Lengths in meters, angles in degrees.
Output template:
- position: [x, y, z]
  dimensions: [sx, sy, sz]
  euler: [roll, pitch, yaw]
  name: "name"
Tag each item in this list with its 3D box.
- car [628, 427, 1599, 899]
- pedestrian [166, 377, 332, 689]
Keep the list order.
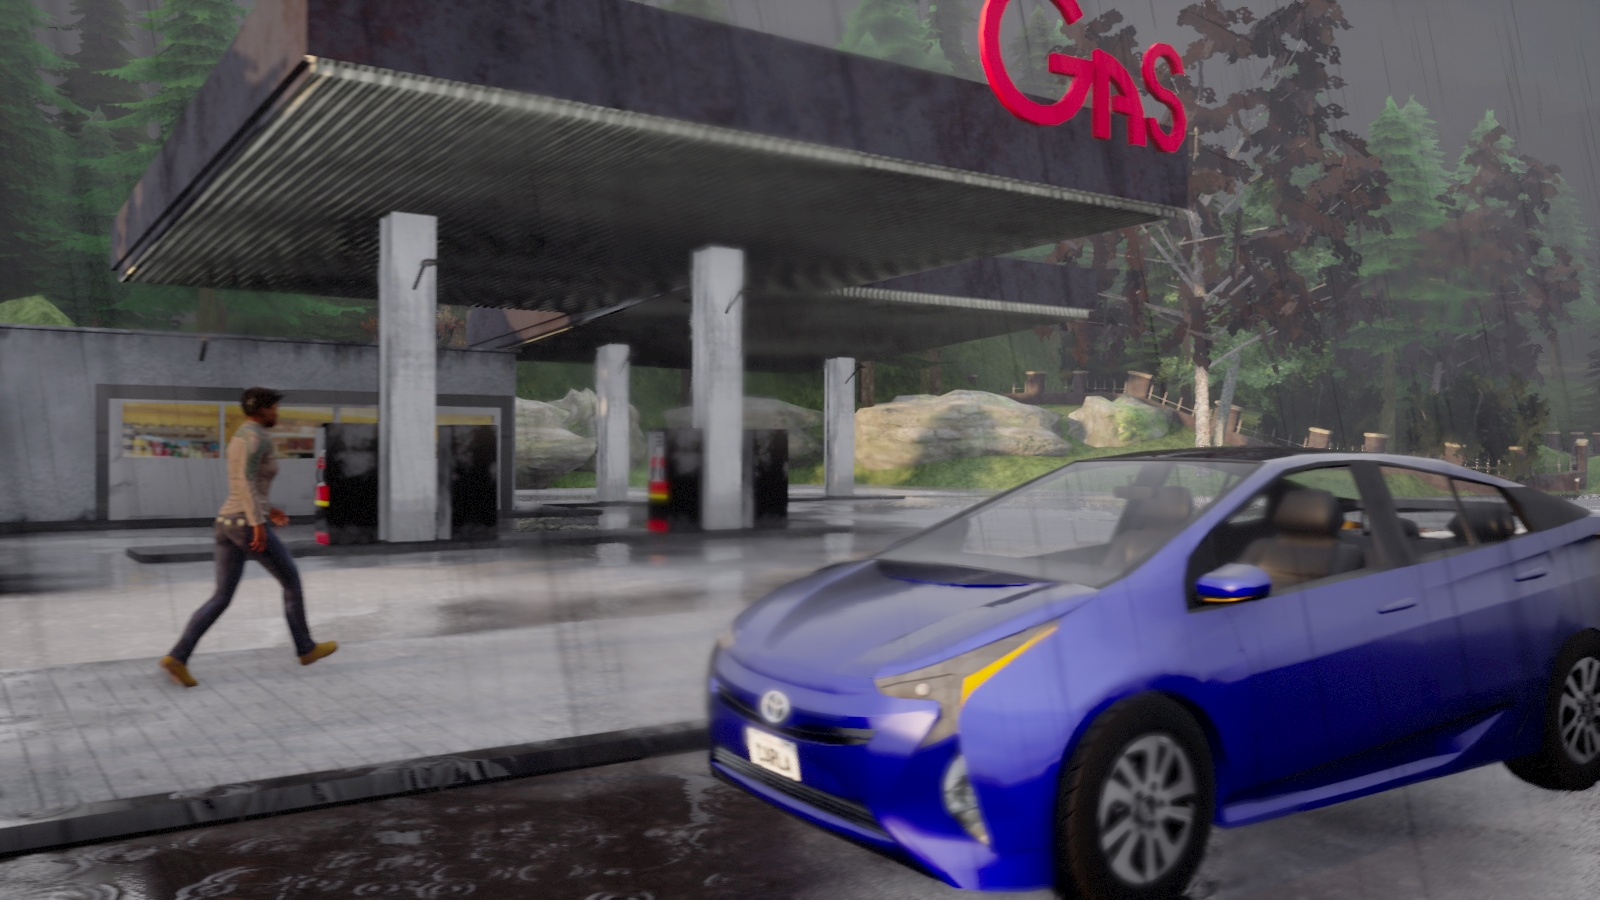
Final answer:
- position: [1.744, 0.701, 5.471]
  dimensions: [4.514, 1.525, 2.007]
  euler: [0, 0, -32]
  name: "car"
- position: [-3.359, 0.480, 7.684]
  dimensions: [0.328, 1.805, 0.869]
  euler: [0, 0, 44]
  name: "pedestrian"
